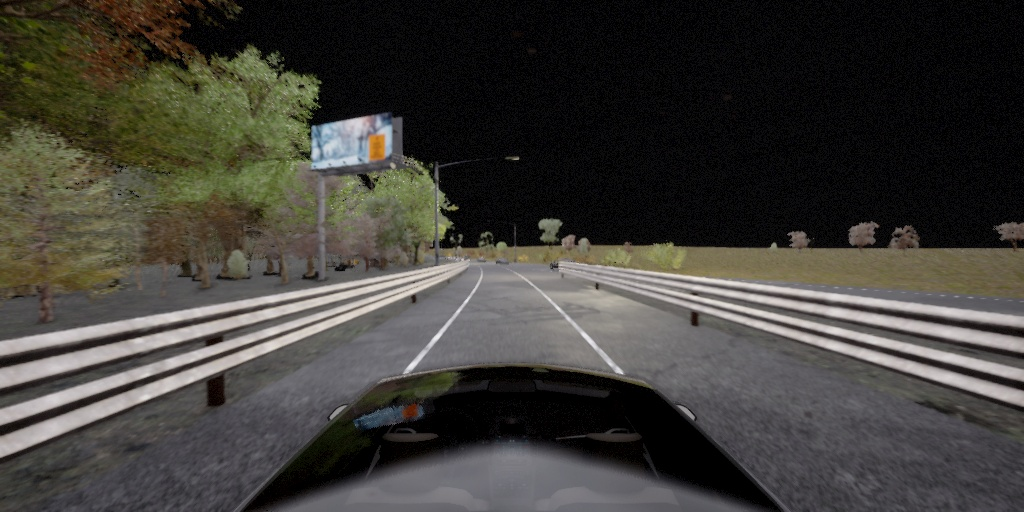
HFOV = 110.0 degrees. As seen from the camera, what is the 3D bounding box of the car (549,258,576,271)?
[{"bbox_3d":[5.868,0.986,41.782,2.128,1.511,4.902,-1,0,-15],"label":"car"}]
